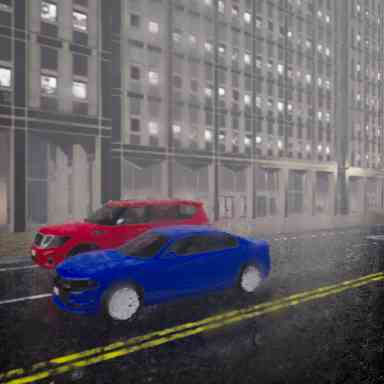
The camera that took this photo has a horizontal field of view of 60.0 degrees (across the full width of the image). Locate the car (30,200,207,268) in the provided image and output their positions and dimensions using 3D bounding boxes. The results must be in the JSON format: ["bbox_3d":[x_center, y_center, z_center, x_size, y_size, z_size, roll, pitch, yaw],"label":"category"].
[{"bbox_3d":[-1.887,1.266,10.326,5.566,2.045,2.150,1,0,-36],"label":"car"}]

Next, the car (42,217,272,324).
[{"bbox_3d":[-0.388,1.517,7.403,5.008,1.535,1.882,1,0,-36],"label":"car"}]
